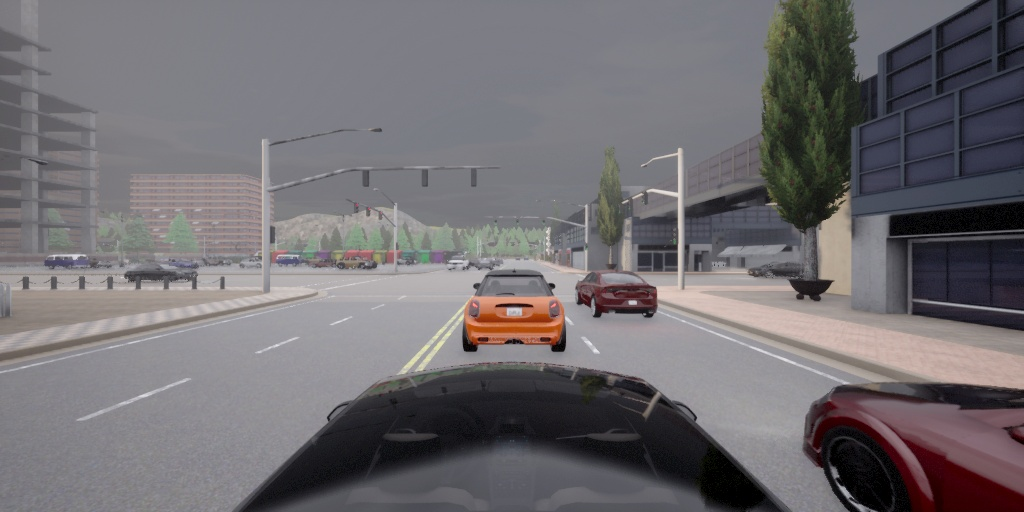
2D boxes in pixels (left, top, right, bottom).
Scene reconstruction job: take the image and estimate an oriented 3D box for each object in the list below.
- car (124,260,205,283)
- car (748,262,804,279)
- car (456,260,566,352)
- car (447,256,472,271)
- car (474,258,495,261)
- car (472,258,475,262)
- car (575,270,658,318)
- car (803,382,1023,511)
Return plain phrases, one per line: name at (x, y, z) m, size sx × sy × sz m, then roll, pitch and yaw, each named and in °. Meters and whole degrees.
car at (-26.885, 1.276, 27.545) m, size 4.674 × 1.442 × 1.812 m, roll 0°, pitch 0°, yaw 0°
car at (23.757, 1.254, 31.979) m, size 4.892 × 1.490 × 1.837 m, roll 0°, pitch 0°, yaw 0°
car at (0.058, 1.102, 9.072) m, size 2.097 × 1.767 × 4.553 m, roll 0°, pitch 0°, yaw 0°
car at (-7.242, 0.971, 48.474) m, size 2.150 × 2.045 × 5.566 m, roll 0°, pitch 0°, yaw 1°
car at (-3.713, 1.275, 49.500) m, size 1.812 × 1.442 × 4.674 m, roll 0°, pitch 0°, yaw 1°
car at (-6.838, 1.103, 62.084) m, size 2.097 × 1.767 × 4.553 m, roll 0°, pitch 0°, yaw 2°
car at (3.568, 1.228, 13.064) m, size 1.882 × 1.535 × 5.008 m, roll 0°, pitch 0°, yaw 0°
car at (3.602, 1.314, 1.462) m, size 1.994 × 1.385 × 4.181 m, roll 0°, pitch 0°, yaw 0°
